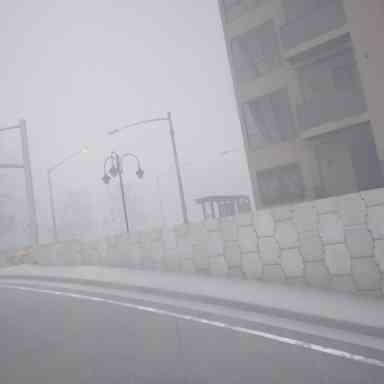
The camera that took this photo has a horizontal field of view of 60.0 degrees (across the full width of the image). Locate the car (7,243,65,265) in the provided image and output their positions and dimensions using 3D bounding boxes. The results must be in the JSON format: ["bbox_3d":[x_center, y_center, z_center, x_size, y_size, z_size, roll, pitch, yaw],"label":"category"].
[{"bbox_3d":[-13.695,5.364,29.564,1.882,1.535,5.008,-14,-8,35],"label":"car"}]

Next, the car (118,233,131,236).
[{"bbox_3d":[-7.853,5.457,37.496,1.895,1.301,4.718,-14,-8,35],"label":"car"}]
